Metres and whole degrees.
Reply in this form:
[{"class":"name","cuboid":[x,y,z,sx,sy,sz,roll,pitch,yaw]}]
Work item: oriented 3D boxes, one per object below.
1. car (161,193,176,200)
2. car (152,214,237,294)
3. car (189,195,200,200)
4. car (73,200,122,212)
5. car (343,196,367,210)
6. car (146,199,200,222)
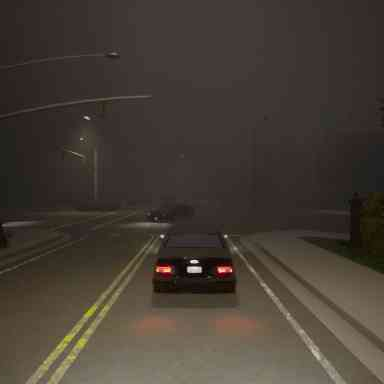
[{"class":"car","cuboid":[-3.719,1.221,53.968,2.150,2.045,5.566,0,0,0]},{"class":"car","cuboid":[0.053,1.547,8.934,2.033,1.411,5.357,0,0,0]},{"class":"car","cuboid":[0.556,1.524,78.948,1.812,1.442,4.674,0,0,12]},{"class":"car","cuboid":[-10.832,1.598,38.531,5.357,1.411,2.033,0,0,-1]},{"class":"car","cuboid":[20.129,1.306,38.857,4.553,1.767,2.097,0,0,-1]},{"class":"car","cuboid":[-1.521,1.562,26.675,2.033,1.411,5.357,0,0,25]}]
